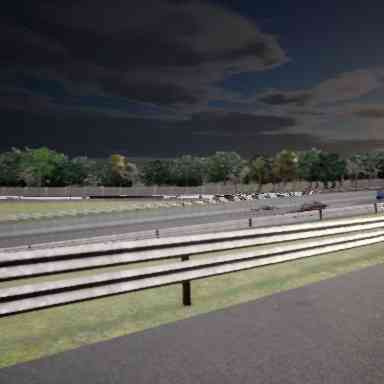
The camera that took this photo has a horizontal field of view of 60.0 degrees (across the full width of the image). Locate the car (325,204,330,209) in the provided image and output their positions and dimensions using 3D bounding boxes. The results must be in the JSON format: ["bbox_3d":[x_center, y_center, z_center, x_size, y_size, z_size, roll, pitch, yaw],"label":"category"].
[{"bbox_3d":[18.680,2.098,50.413,4.892,1.490,1.837,-4,2,-27],"label":"car"}]

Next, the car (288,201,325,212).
[{"bbox_3d":[15.068,2.455,44.585,4.718,1.301,1.895,-4,2,-27],"label":"car"}]

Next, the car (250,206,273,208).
[{"bbox_3d":[11.050,2.398,50.384,4.902,1.511,2.128,-4,2,-27],"label":"car"}]

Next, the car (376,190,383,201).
[{"bbox_3d":[38.154,0.561,64.504,5.566,2.045,2.150,-4,2,-27],"label":"car"}]
